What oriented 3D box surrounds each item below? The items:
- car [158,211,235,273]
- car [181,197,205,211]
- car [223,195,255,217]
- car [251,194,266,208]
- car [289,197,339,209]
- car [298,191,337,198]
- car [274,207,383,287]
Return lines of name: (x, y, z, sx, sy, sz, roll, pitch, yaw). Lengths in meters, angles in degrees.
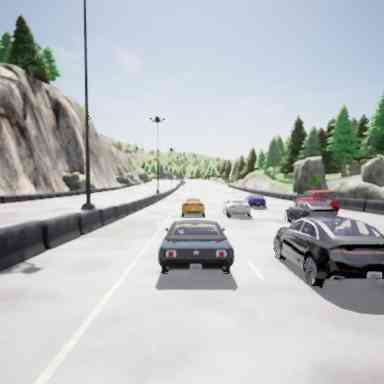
car: (0.100, 1.491, 10.210, 1.895, 1.301, 4.718, 0, 1, 0)
car: (0.100, 1.151, 28.286, 1.882, 1.535, 5.008, 0, 1, 0)
car: (3.600, 1.218, 27.005, 1.812, 1.442, 4.674, 0, 1, 0)
car: (7.100, 0.993, 37.856, 1.882, 1.535, 5.008, 0, 1, 0)
car: (7.100, 1.273, 20.106, 2.128, 1.511, 4.902, 0, 1, 0)
car: (10.600, 0.892, 28.557, 2.150, 2.045, 5.566, 0, 1, 0)
car: (3.601, 1.395, 8.975, 2.128, 1.511, 4.902, 0, 1, 0)
